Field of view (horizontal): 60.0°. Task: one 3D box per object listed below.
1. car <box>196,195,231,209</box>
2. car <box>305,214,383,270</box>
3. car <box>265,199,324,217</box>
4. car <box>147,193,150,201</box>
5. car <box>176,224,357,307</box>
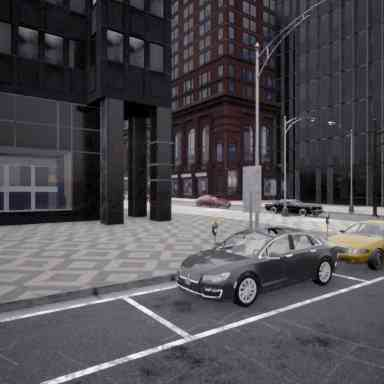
[{"bbox_3d":[2.252,1.024,36.060,1.812,1.442,4.674,0,1,-36],"label":"car"},{"bbox_3d":[6.029,1.526,10.983,4.829,1.417,1.752,0,0,-36],"label":"car"},{"bbox_3d":[8.412,1.294,27.571,1.895,1.301,4.718,0,1,-36],"label":"car"},{"bbox_3d":[-7.567,0.681,49.655,1.882,1.535,5.008,0,1,-36],"label":"car"},{"bbox_3d":[1.688,1.551,7.869,4.403,1.369,2.008,0,0,-36],"label":"car"}]
